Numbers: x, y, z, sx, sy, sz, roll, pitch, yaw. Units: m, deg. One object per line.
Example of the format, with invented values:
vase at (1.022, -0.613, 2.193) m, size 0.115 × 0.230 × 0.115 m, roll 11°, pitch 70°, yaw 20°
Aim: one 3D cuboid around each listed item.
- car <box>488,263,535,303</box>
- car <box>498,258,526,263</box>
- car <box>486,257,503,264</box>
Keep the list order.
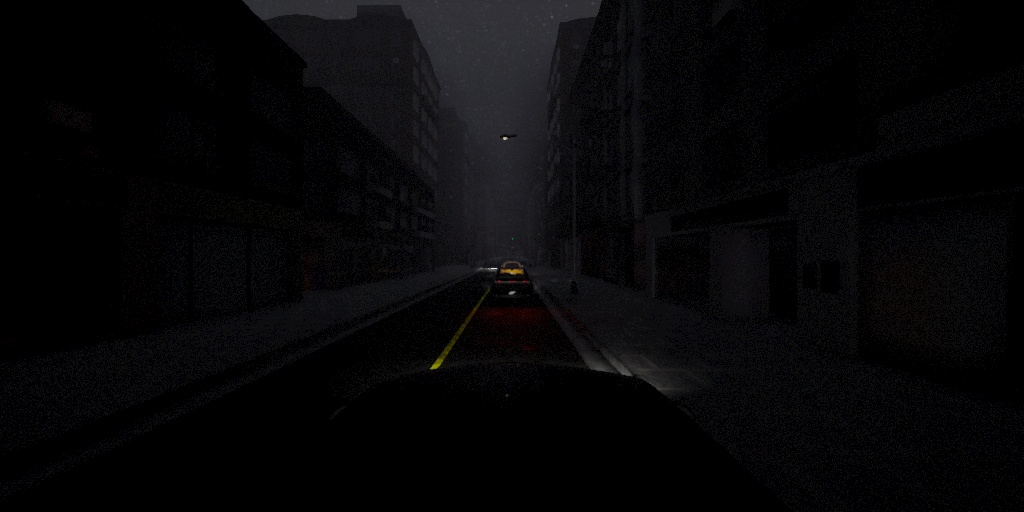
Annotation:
car at (0.000, 1.243, 16.501) m, size 2.128 × 1.511 × 4.902 m, roll 0°, pitch 0°, yaw 0°
car at (0.000, 1.231, 31.500) m, size 1.882 × 1.535 × 5.008 m, roll 0°, pitch 0°, yaw 0°
car at (-2.750, 1.336, 59.501) m, size 1.994 × 1.385 × 4.181 m, roll 0°, pitch 0°, yaw 0°
